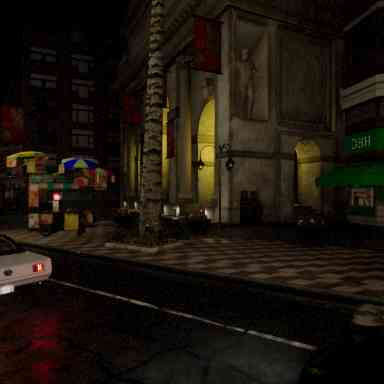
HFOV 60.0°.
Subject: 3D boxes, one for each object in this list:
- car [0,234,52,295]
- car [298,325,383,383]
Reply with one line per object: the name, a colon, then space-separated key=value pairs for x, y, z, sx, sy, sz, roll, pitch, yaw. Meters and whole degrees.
car: x=-5.393 y=1.601 z=7.711 sx=4.718 sy=1.301 sz=1.895 roll=0 pitch=0 yaw=35
car: x=3.019 y=1.504 z=1.656 sx=4.892 sy=1.490 sz=1.837 roll=0 pitch=0 yaw=37
